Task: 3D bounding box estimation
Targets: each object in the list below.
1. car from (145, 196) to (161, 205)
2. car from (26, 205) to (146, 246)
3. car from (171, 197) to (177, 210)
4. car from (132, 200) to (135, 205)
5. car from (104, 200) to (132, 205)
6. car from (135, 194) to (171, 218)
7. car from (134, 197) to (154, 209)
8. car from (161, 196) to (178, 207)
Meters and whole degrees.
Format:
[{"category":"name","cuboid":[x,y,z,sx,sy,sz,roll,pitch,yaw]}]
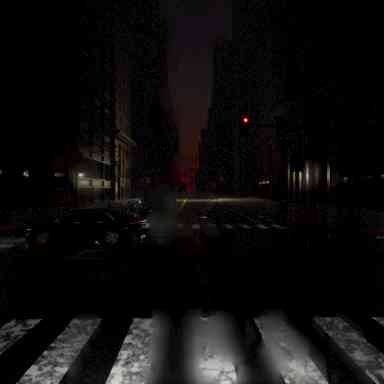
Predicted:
[{"category":"car","cuboid":[-6.588,1.495,57.115,2.033,1.411,5.357,0,0,0]},{"category":"car","cuboid":[-4.716,1.495,14.687,4.892,1.490,1.837,0,0,0]},{"category":"car","cuboid":[-3.367,1.463,40.077,2.128,1.511,4.902,0,0,0]},{"category":"car","cuboid":[-6.618,1.575,37.052,1.895,1.301,4.718,0,0,0]},{"category":"car","cuboid":[-6.632,1.584,27.936,1.895,1.301,4.718,0,0,1]},{"category":"car","cuboid":[-3.364,1.203,29.983,2.150,2.045,5.566,0,0,0]},{"category":"car","cuboid":[-6.615,1.456,46.460,2.128,1.511,4.902,0,0,0]},{"category":"car","cuboid":[-3.358,1.450,50.499,2.128,1.511,4.902,0,0,0]}]
